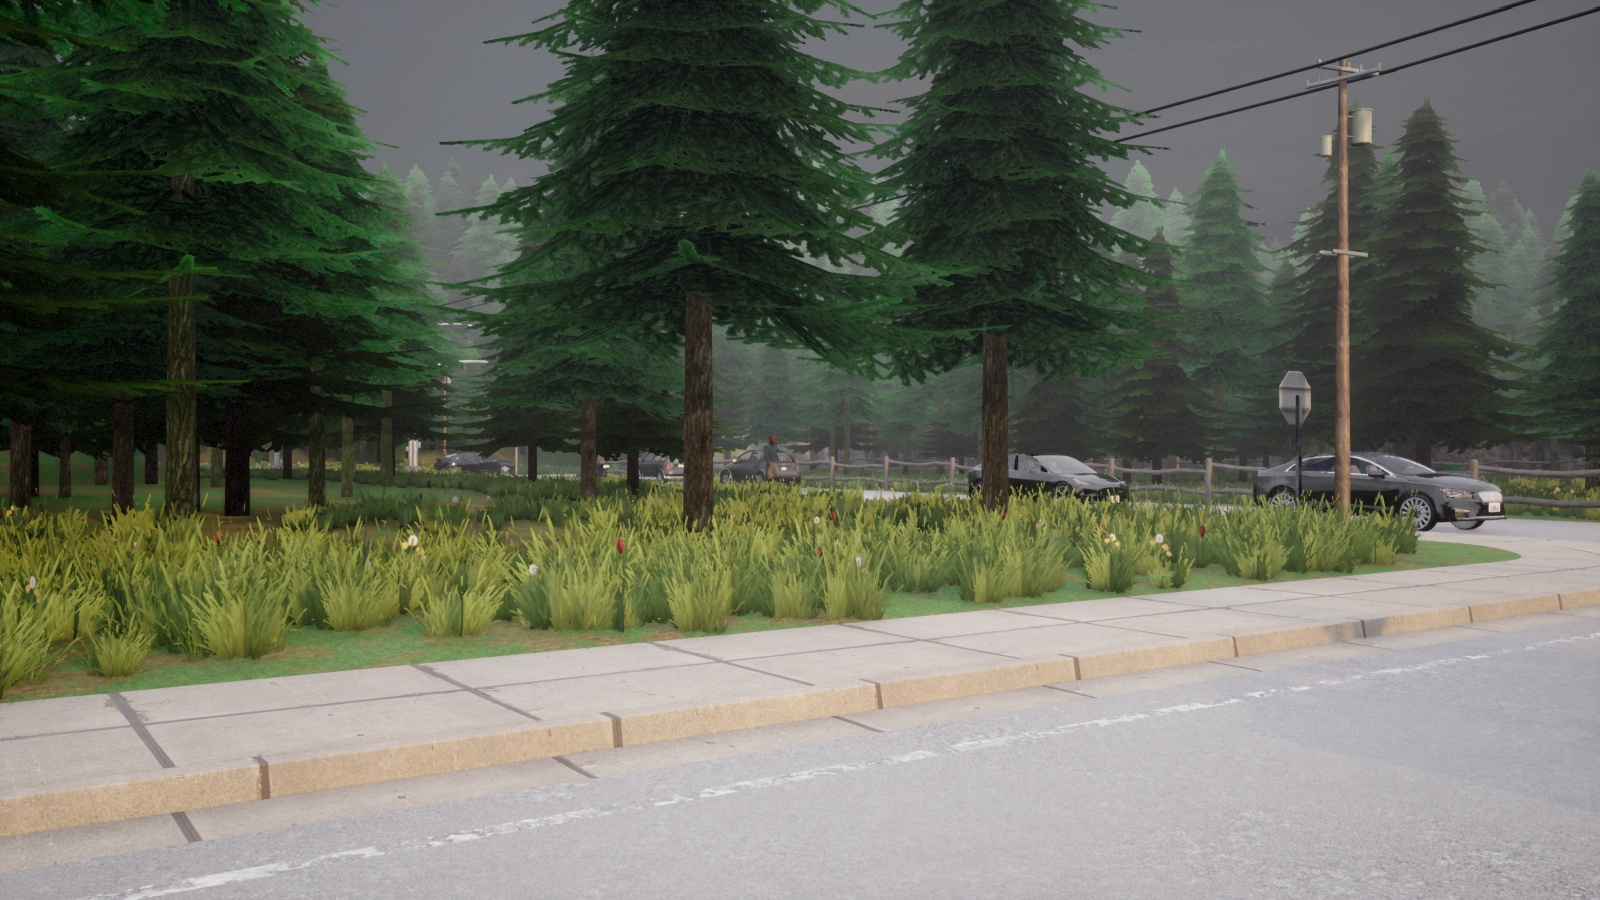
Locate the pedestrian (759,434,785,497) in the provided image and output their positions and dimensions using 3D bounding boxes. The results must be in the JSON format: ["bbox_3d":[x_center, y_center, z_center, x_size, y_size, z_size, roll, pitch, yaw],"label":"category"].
[{"bbox_3d":[-0.833,0.457,36.872,0.370,1.835,0.726,0,0,-44],"label":"pedestrian"}]

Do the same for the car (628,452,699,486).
[{"bbox_3d":[-6.387,0.853,58.522,1.789,1.549,3.705,0,0,-34],"label":"car"}]

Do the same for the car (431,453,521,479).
[{"bbox_3d":[-19.403,0.966,75.379,4.892,1.490,1.837,0,1,-33],"label":"car"}]

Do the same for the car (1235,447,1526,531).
[{"bbox_3d":[11.409,0.703,25.054,2.128,1.511,4.902,0,0,-32],"label":"car"}]

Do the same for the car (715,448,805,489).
[{"bbox_3d":[-1.681,0.746,51.447,1.851,1.617,3.988,0,0,-34],"label":"car"}]

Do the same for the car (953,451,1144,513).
[{"bbox_3d":[6.418,0.777,32.963,2.163,1.488,4.792,0,0,-33],"label":"car"}]

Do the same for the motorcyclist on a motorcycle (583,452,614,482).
[{"bbox_3d":[-10.341,0.880,64.410,0.797,1.523,2.044,0,0,-35],"label":"motorcyclist on a motorcycle"}]
